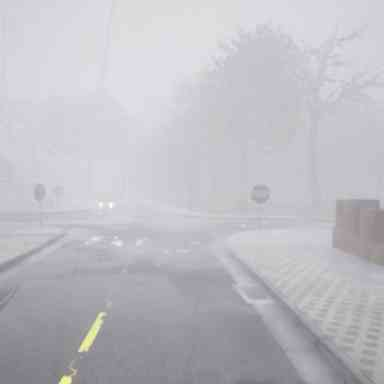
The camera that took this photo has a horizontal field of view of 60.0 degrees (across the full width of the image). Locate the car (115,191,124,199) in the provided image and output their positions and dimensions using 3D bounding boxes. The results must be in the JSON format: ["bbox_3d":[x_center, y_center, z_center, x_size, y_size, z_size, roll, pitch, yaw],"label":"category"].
[{"bbox_3d":[-14.766,0.571,67.256,2.128,1.511,4.902,0,1,-15],"label":"car"}]

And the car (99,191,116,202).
[{"bbox_3d":[-12.662,0.844,49.067,1.895,1.301,4.718,0,1,-15],"label":"car"}]

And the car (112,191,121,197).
[{"bbox_3d":[-17.553,0.400,77.327,1.895,1.301,4.718,0,1,-15],"label":"car"}]

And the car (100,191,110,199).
[{"bbox_3d":[-16.813,0.568,64.314,1.882,1.535,5.008,0,1,-15],"label":"car"}]
